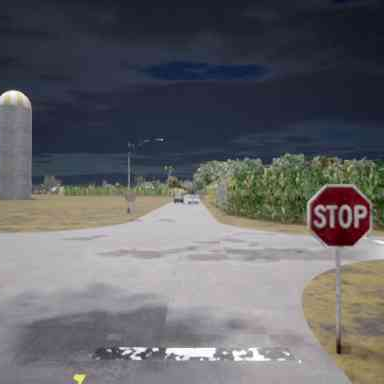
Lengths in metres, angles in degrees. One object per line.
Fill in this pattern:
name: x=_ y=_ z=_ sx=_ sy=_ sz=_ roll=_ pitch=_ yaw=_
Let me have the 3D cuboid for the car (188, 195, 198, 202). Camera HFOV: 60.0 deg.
car: x=0.176 y=1.295 z=71.176 sx=2.033 sy=1.411 sz=5.357 roll=0 pitch=0 yaw=0

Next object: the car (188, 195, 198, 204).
car: x=0.151 y=1.540 z=61.199 sx=1.895 sy=1.301 sz=4.718 roll=0 pitch=0 yaw=0

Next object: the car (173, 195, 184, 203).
car: x=-2.589 y=1.410 z=65.347 sx=1.882 sy=1.535 sz=5.008 roll=0 pitch=0 yaw=0
